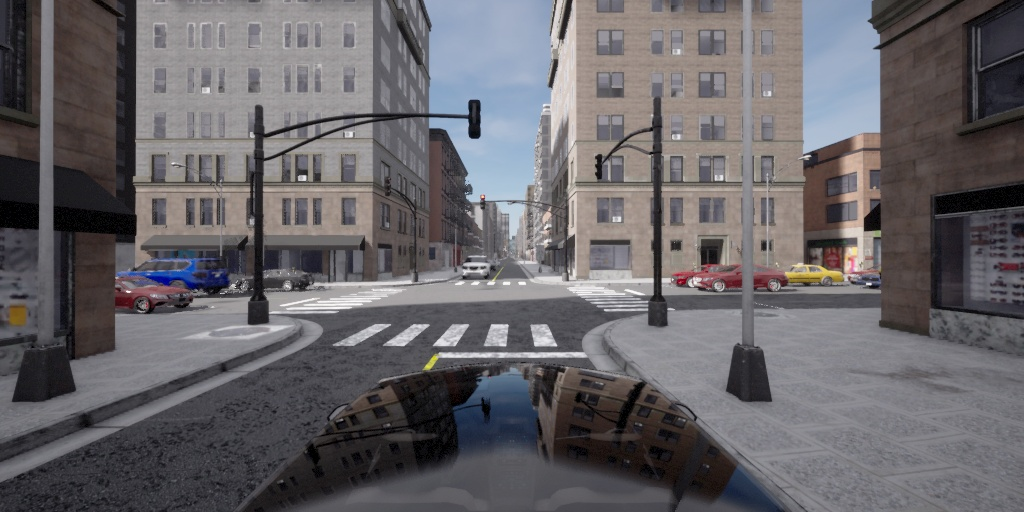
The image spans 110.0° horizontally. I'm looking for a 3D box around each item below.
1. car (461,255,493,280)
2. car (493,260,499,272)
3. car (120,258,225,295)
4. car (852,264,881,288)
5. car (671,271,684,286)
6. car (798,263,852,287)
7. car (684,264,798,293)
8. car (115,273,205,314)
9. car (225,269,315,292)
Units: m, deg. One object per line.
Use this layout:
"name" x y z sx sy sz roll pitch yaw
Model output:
"car" -3.117 0.964 31.828 2.150 2.045 5.566 0 0 0
"car" -3.125 1.198 46.824 1.882 1.535 5.008 0 0 0
"car" -18.371 1.155 19.279 5.566 2.045 2.150 0 0 3
"car" 21.819 1.087 19.208 5.357 1.411 2.033 -1 0 1
"car" 12.132 1.190 22.027 4.507 1.381 1.888 0 0 0
"car" 17.454 1.117 21.993 4.829 1.417 1.751 0 0 0
"car" 12.188 1.157 19.272 4.674 1.442 1.812 -1 0 1
"car" -14.660 1.451 13.674 4.207 1.307 1.802 0 0 0
"car" -14.631 1.458 22.200 4.403 1.370 2.007 0 0 0
